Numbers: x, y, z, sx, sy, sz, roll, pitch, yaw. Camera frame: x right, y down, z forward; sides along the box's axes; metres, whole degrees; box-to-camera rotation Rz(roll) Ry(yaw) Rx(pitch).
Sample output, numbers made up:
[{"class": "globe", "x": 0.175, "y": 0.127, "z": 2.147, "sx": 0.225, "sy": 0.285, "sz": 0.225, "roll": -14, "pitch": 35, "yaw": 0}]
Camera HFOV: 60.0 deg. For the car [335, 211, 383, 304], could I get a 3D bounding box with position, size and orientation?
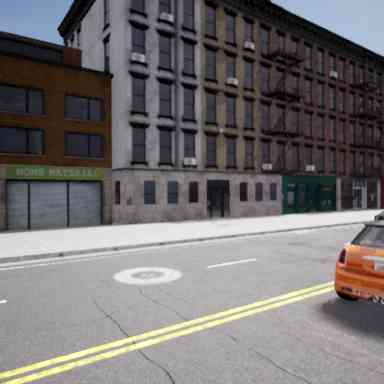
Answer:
[{"class": "car", "x": 5.087, "y": 1.334, "z": 7.033, "sx": 4.553, "sy": 1.767, "sz": 2.097, "roll": 0, "pitch": 0, "yaw": -35}]
